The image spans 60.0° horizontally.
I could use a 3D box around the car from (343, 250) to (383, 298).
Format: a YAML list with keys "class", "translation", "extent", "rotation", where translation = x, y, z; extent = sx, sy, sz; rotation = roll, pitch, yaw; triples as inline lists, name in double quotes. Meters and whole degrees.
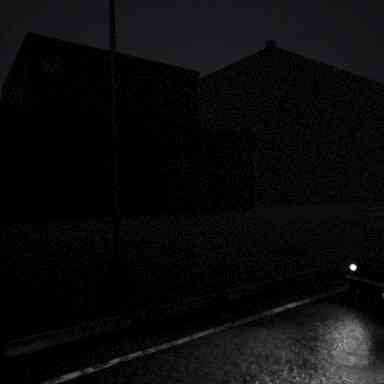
- class: "car"
  translation: [5.317, 1.538, 7.168]
  extent: [4.718, 1.301, 1.895]
  rotation: [-1, 0, -35]
